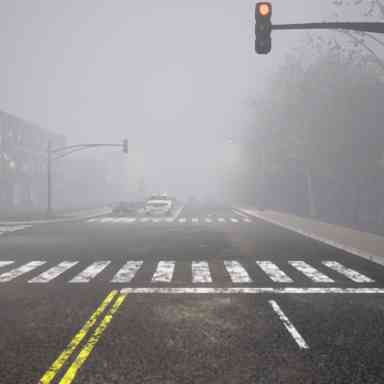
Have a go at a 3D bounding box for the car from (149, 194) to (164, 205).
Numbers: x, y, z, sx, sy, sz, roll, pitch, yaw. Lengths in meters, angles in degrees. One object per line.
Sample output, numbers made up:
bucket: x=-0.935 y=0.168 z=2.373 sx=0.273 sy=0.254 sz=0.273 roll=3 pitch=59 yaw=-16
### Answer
car: x=-6.493 y=1.329 z=61.178 sx=2.097 sy=1.767 sz=4.553 roll=0 pitch=0 yaw=0

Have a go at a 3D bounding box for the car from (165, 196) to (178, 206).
car: x=-3.277 y=1.485 z=53.940 sx=1.837 sy=1.490 sz=4.892 roll=0 pitch=0 yaw=0

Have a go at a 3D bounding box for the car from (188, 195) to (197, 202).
car: x=0.087 y=1.447 z=75.017 sx=1.882 sy=1.535 sz=5.008 roll=0 pitch=0 yaw=0

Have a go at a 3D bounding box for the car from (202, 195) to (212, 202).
car: x=3.335 y=1.510 z=74.740 sx=2.033 sy=1.411 sz=5.357 roll=0 pitch=0 yaw=0

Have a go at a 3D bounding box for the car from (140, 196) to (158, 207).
car: x=-6.530 y=1.473 z=51.124 sx=2.128 sy=1.511 sz=4.902 roll=0 pitch=0 yaw=0

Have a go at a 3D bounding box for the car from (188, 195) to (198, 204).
car: x=0.172 y=1.467 z=64.707 sx=2.128 sy=1.511 sz=4.902 roll=0 pitch=0 yaw=0

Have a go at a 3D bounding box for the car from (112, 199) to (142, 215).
car: x=-6.557 y=1.591 z=33.142 sx=1.895 sy=1.301 sz=4.718 roll=0 pitch=0 yaw=0

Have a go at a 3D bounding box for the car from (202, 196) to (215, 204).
car: x=3.423 y=1.576 z=64.722 sx=1.895 sy=1.301 sz=4.718 roll=0 pitch=0 yaw=0

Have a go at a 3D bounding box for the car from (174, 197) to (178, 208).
car: x=-3.291 y=1.586 z=43.791 sx=1.895 sy=1.301 sz=4.718 roll=0 pitch=0 yaw=1

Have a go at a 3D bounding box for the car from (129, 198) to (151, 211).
car: x=-6.537 y=1.550 z=42.070 sx=1.994 sy=1.385 sz=4.181 roll=0 pitch=0 yaw=1

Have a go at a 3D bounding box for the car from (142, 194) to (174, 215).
car: x=-3.304 y=1.211 z=33.735 sx=2.150 sy=2.045 sz=5.566 roll=0 pitch=0 yaw=0
